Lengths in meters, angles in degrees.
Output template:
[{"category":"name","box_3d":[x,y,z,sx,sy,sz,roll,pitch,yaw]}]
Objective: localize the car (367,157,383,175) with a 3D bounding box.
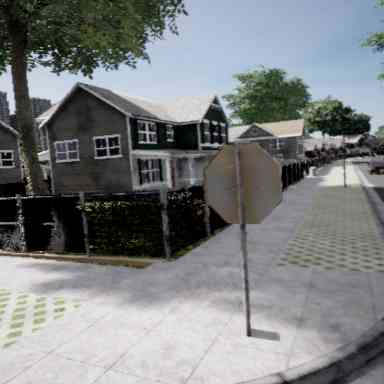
[{"category":"car","box_3d":[16.966,-2.430,30.193,2.033,1.411,5.357,-2,6,25]}]
